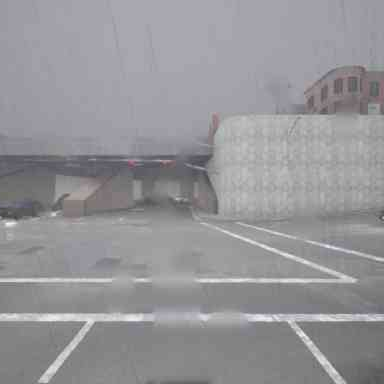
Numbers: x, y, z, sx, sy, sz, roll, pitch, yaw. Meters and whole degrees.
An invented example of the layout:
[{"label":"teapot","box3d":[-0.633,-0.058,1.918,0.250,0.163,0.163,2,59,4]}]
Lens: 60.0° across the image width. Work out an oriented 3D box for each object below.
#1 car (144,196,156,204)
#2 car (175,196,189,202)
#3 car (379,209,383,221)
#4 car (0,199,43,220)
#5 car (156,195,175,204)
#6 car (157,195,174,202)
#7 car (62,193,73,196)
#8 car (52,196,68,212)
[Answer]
[{"label":"car","box3d":[-8.119,1.547,65.029,2.033,1.411,5.357,0,0,4]},{"label":"car","box3d":[-2.296,1.524,75.207,1.812,1.442,4.674,0,0,28]},{"label":"car","box3d":[12.781,0.873,18.258,4.674,1.442,1.812,-7,0,-1]},{"label":"car","box3d":[-14.673,1.547,27.958,2.033,1.411,5.357,0,0,-2]},{"label":"car","box3d":[-4.813,1.490,61.685,2.128,1.511,4.902,0,0,2]},{"label":"car","box3d":[-5.976,1.500,75.461,1.837,1.490,4.892,0,0,24]},{"label":"car","box3d":[-18.816,1.224,50.912,2.150,2.045,5.566,0,0,-1]},{"label":"car","box3d":[-15.017,1.526,39.603,1.812,1.442,4.674,0,0,-1]}]
